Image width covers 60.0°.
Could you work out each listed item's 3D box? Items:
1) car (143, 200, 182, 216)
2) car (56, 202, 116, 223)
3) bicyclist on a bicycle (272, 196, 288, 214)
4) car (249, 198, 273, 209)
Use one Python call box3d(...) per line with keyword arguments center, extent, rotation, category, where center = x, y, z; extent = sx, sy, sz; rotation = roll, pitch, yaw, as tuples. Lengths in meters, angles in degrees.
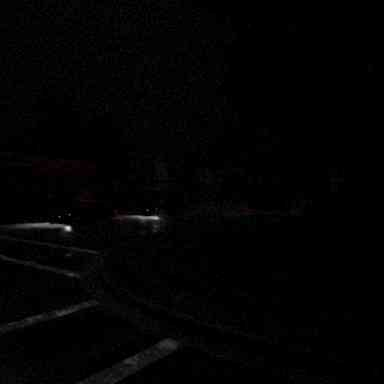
box3d(center=(-2.889, 1.548, 33.683), extent=(1.837, 1.490, 4.892), rotation=(0, 0, 34), category="car")
box3d(center=(-8.158, 1.548, 25.881), extent=(1.837, 1.490, 4.892), rotation=(0, 0, 34), category="car")
box3d(center=(8.362, 1.246, 31.642), extent=(1.656, 1.620, 0.582), rotation=(0, 0, 34), category="bicyclist on a bicycle")
box3d(center=(9.544, 1.515, 45.544), extent=(1.882, 1.535, 5.008), rotation=(0, 0, 34), category="car")
